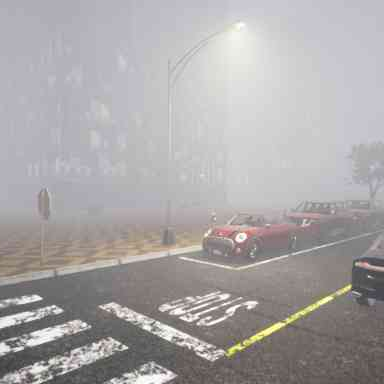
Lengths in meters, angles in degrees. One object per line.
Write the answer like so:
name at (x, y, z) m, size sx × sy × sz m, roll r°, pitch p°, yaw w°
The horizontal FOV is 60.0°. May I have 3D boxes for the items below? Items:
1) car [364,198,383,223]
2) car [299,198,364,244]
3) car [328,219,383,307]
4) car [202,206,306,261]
car at (10.227, 1.327, 20.261) m, size 5.009 × 1.841 × 2.192 m, roll 0°, pitch 0°, yaw -45°
car at (6.231, 1.325, 16.271) m, size 5.009 × 1.841 × 2.192 m, roll 0°, pitch 0°, yaw -45°
car at (4.990, 1.495, 7.003) m, size 4.902 × 1.511 × 2.128 m, roll 0°, pitch 0°, yaw -45°
car at (2.234, 1.448, 12.283) m, size 4.097 × 1.590 × 1.967 m, roll 0°, pitch 0°, yaw -45°
